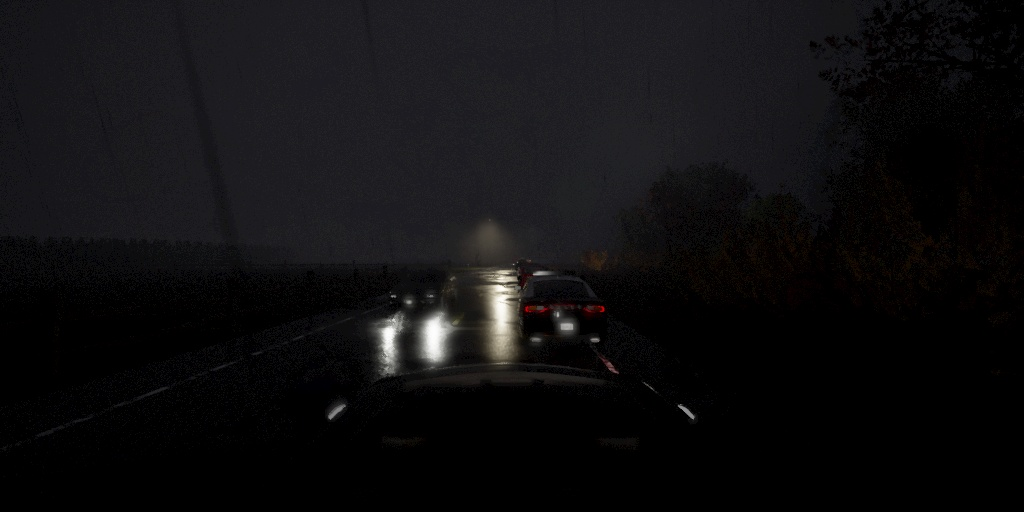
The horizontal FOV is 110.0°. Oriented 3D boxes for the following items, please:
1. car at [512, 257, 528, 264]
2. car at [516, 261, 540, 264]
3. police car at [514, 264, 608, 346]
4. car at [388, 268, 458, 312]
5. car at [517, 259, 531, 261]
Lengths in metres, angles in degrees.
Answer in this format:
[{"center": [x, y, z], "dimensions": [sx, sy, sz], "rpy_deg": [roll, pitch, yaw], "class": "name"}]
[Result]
[{"center": [1.444, 1.228, 49.164], "dimensions": [1.837, 1.490, 4.892], "rpy_deg": [0, 0, 4], "class": "car"}, {"center": [1.265, 1.222, 19.432], "dimensions": [1.882, 1.535, 5.008], "rpy_deg": [0, 0, 1], "class": "car"}, {"center": [1.098, 1.173, 9.576], "dimensions": [1.930, 1.638, 5.238], "rpy_deg": [0, 0, 1], "class": "police car"}, {"center": [-3.349, 1.250, 14.238], "dimensions": [1.837, 1.490, 4.892], "rpy_deg": [0, 0, 1], "class": "car"}, {"center": [1.421, 1.219, 25.410], "dimensions": [1.882, 1.535, 5.008], "rpy_deg": [0, 0, 2], "class": "car"}]
